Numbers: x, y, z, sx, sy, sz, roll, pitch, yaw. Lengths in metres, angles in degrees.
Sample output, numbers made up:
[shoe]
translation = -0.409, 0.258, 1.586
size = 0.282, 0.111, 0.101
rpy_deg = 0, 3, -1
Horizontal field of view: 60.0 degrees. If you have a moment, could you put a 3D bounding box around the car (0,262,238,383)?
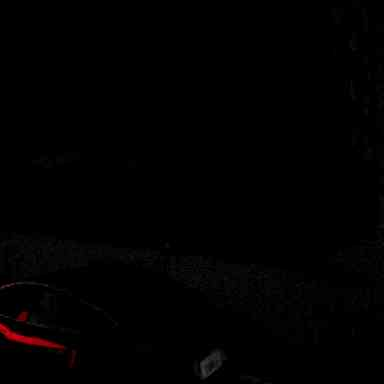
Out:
[car]
translation = -1.510, 1.600, 4.204
size = 4.313, 1.339, 1.947
rpy_deg = -1, 0, 36
